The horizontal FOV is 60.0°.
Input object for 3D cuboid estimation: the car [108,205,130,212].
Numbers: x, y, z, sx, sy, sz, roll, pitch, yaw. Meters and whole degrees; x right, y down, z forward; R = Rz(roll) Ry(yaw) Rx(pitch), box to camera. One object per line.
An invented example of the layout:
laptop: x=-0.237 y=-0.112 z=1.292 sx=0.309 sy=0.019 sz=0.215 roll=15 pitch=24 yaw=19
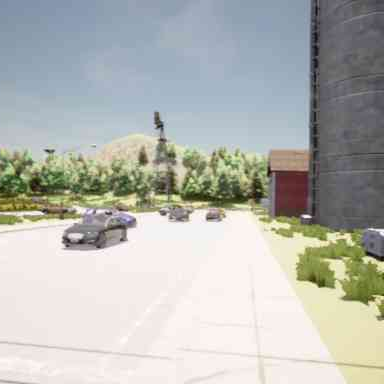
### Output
car: x=-14.617 y=3.297 z=67.051 sx=3.905 sy=1.438 sz=1.784 roll=1 pitch=-2 yaw=9

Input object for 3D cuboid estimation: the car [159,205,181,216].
car: x=-3.277 y=2.913 z=52.811 sx=3.866 sy=1.878 sz=1.905 roll=1 pitch=-2 yaw=9

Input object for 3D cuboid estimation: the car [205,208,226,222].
car: x=2.787 y=2.956 z=42.079 sx=2.033 sy=1.411 sz=5.357 roll=1 pitch=-2 yaw=9

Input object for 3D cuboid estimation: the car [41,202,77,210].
car: x=-17.962 y=2.305 z=44.843 sx=4.605 sy=1.855 sz=1.932 roll=1 pitch=-2 yaw=9

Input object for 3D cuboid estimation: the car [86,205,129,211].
car: x=-7.079 y=2.235 z=28.914 sx=4.611 sy=1.667 sz=2.242 roll=1 pitch=-2 yaw=9

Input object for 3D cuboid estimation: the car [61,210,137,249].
car: x=-4.751 y=1.923 z=16.922 sx=2.128 sy=1.511 sz=4.902 roll=1 pitch=-2 yaw=9

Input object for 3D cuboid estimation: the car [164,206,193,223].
car: x=-1.457 y=2.692 z=38.270 sx=1.837 sy=1.490 sz=4.892 roll=1 pitch=-2 yaw=9
